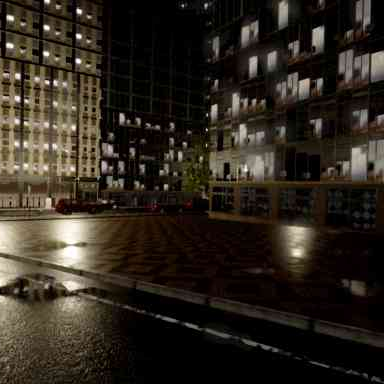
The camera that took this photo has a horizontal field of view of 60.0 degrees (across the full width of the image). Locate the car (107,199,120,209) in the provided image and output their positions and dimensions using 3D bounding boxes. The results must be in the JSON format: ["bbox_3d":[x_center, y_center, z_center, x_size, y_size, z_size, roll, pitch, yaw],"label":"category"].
[{"bbox_3d":[-12.284,1.722,46.546,4.403,1.369,2.008,1,1,-34],"label":"car"}]

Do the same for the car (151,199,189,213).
[{"bbox_3d":[-3.163,1.967,43.229,4.507,1.381,1.887,1,1,-34],"label":"car"}]

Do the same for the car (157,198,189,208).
[{"bbox_3d":[-3.057,1.786,52.837,4.829,1.417,1.752,1,1,-34],"label":"car"}]

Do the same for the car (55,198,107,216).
[{"bbox_3d":[-12.526,1.646,36.838,5.009,1.841,2.192,1,1,-34],"label":"car"}]

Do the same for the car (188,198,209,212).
[{"bbox_3d":[1.525,1.783,46.419,5.009,1.841,2.192,1,1,-34],"label":"car"}]

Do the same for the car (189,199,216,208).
[{"bbox_3d":[1.767,1.874,56.127,4.313,1.339,1.947,1,1,-34],"label":"car"}]
